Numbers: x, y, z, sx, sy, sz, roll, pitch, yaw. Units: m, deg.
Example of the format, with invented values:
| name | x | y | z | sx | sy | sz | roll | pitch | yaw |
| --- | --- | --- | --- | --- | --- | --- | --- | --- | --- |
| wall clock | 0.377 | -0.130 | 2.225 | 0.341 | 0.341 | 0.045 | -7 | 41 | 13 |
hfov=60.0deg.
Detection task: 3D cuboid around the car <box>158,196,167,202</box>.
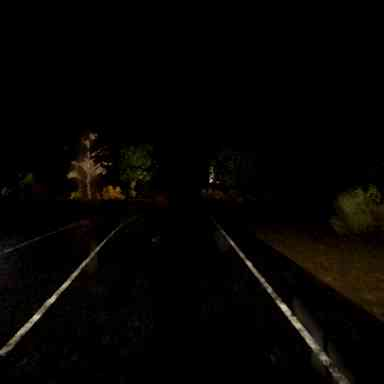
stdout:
| name | x | y | z | sx | sy | sz | roll | pitch | yaw |
| --- | --- | --- | --- | --- | --- | --- | --- | --- | --- |
| car | -7.066 | 1.669 | 79.169 | 1.882 | 1.535 | 5.008 | 0 | 0 | 0 |
